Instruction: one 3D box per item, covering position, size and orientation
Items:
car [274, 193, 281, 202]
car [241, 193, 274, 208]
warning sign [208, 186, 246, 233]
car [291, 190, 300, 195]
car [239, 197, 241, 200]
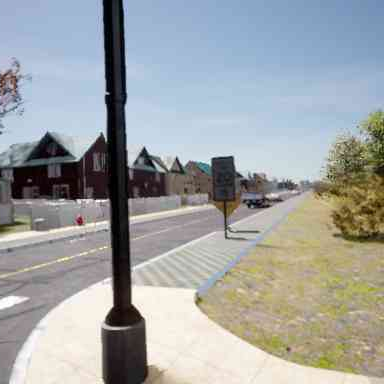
[{"bbox_3d":[12.209,0.799,49.712,1.895,1.301,4.718,-3,0,21],"label":"car"},{"bbox_3d":[7.280,0.944,36.548,2.033,1.411,5.357,-3,0,21],"label":"car"},{"bbox_3d":[1.492,0.724,14.073,1.300,1.860,1.060,-3,-1,21],"label":"warning sign"},{"bbox_3d":[26.401,0.128,84.823,1.812,1.442,4.674,-3,0,21],"label":"car"},{"bbox_3d":[7.498,0.947,45.011,2.033,1.411,5.357,-3,0,21],"label":"car"}]
